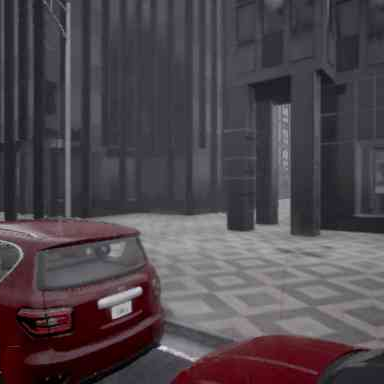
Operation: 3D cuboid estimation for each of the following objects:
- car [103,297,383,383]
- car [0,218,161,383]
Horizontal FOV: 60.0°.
[{"bbox_3d":[1.808,1.545,1.673,4.507,1.381,1.887,0,0,36],"label":"car"},{"bbox_3d":[-2.680,1.315,4.874,5.009,1.841,2.192,0,0,36],"label":"car"}]
